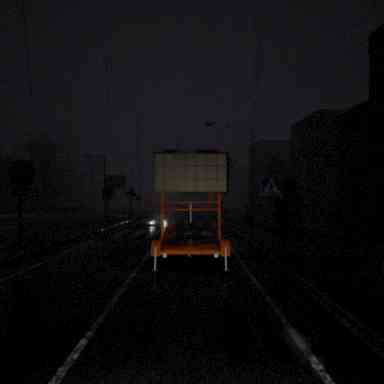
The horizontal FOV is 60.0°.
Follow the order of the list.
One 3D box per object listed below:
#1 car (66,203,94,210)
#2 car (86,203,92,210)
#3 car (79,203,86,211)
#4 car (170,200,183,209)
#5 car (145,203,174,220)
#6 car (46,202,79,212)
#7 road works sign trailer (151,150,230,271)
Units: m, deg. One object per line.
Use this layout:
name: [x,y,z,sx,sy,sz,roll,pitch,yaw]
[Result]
car: [-21.870,2.802,65.036,4.674,1.452,2.002,0,-1,0]
car: [-21.887,2.686,61.889,5.008,1.535,2.097,0,-1,0]
car: [-21.884,2.608,58.617,4.892,1.521,2.231,0,-1,0]
car: [-3.151,2.763,76.015,2.150,2.045,5.566,0,-1,0]
car: [-3.331,2.134,34.759,2.033,1.411,5.357,0,-1,0]
car: [-21.896,2.567,55.341,4.674,1.452,2.002,0,-1,0]
road works sign trailer: [-0.038,0.447,10.772,2.380,3.560,2.880,0,-1,0]
